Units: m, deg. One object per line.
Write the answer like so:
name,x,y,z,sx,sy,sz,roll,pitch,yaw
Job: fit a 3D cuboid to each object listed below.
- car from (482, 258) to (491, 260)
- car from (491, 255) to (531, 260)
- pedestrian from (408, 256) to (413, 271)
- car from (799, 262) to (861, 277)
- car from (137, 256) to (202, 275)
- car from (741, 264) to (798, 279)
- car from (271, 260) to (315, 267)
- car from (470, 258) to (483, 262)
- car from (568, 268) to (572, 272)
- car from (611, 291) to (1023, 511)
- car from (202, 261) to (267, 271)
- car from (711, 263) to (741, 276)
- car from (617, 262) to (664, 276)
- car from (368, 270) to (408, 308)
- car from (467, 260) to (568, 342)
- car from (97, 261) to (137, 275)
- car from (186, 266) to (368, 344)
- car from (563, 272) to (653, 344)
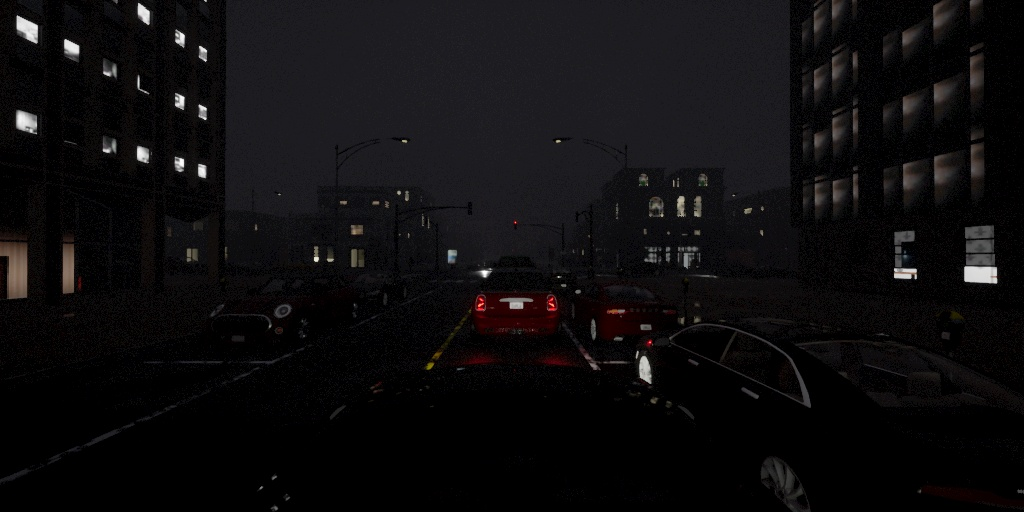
car,-3.092,1.357,52.070,1.895,1.301,4.718,0,0,-1
car,0.113,0.974,20.128,2.150,2.045,5.566,0,0,-1
pedestrian,-12.568,0.885,44.345,0.375,1.860,0.375,0,-1,1
car,33.714,1.438,38.103,4.892,1.490,1.837,0,0,1
car,-30.964,0.918,33.289,5.009,1.841,2.192,0,0,1
car,23.631,1.433,32.434,4.207,1.307,1.802,0,0,1
car,-25.469,1.198,41.588,4.829,1.417,1.751,0,0,1
car,-5.709,1.338,53.213,1.802,1.307,4.207,0,0,0
car,2.683,1.303,20.813,2.007,1.370,4.403,0,0,0
car,2.689,1.301,3.737,2.007,1.370,4.403,0,0,0
car,-25.427,1.177,33.206,4.403,1.370,2.007,0,0,1
car,23.618,1.447,38.256,4.181,1.385,1.994,0,0,2
car,13.772,1.339,38.404,4.892,1.490,1.837,0,0,1
car,-5.696,1.302,15.135,2.007,1.370,4.403,0,0,0
car,0.096,1.103,9.974,2.097,1.767,4.553,0,0,0
car,-36.500,1.131,33.372,4.403,1.370,2.007,0,0,1
car,-5.693,1.190,9.443,1.967,1.591,4.097,0,0,0
car,2.687,1.296,9.429,1.888,1.381,4.507,0,0,0
